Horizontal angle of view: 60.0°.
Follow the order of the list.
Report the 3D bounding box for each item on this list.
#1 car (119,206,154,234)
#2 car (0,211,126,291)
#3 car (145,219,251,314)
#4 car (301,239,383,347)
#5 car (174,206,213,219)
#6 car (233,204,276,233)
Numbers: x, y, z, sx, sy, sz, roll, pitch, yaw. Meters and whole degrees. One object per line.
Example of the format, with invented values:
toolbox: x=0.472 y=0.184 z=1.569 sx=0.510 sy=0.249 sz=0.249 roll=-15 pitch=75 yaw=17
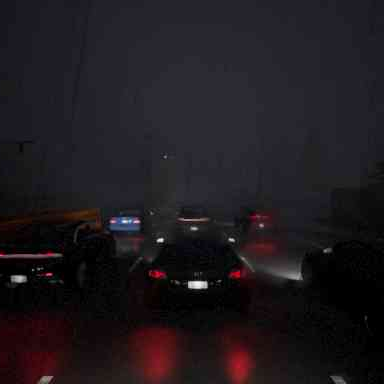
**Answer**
car: x=-3.408 y=1.547 z=19.343 sx=2.033 sy=1.411 sz=5.357 roll=0 pitch=0 yaw=0
car: x=-3.404 y=1.492 z=8.975 sx=2.128 sy=1.511 sz=4.902 roll=0 pitch=0 yaw=0
car: x=0.097 y=1.564 z=7.723 sx=1.994 sy=1.385 sz=4.181 roll=0 pitch=0 yaw=0
car: x=3.597 y=1.564 z=6.292 sx=1.994 sy=1.385 sz=4.181 roll=0 pitch=0 yaw=0
car: x=0.093 y=1.492 z=17.672 sx=2.128 sy=1.511 sz=4.902 roll=0 pitch=0 yaw=0
car: x=3.591 y=1.503 z=19.565 sx=1.837 sy=1.490 sz=4.892 roll=0 pitch=-1 yaw=0
